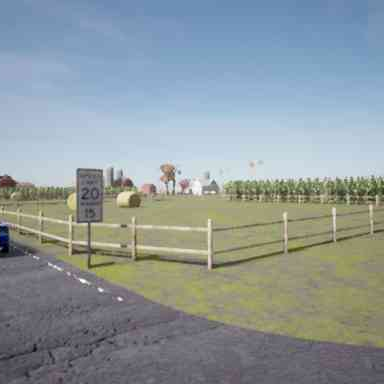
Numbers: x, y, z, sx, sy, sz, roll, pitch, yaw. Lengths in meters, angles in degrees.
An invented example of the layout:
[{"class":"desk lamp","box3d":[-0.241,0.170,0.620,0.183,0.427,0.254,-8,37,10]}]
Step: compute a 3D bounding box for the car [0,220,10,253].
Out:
[{"class":"car","box3d":[-8.692,1.538,13.182,1.882,1.535,5.008,1,-1,-40]}]
